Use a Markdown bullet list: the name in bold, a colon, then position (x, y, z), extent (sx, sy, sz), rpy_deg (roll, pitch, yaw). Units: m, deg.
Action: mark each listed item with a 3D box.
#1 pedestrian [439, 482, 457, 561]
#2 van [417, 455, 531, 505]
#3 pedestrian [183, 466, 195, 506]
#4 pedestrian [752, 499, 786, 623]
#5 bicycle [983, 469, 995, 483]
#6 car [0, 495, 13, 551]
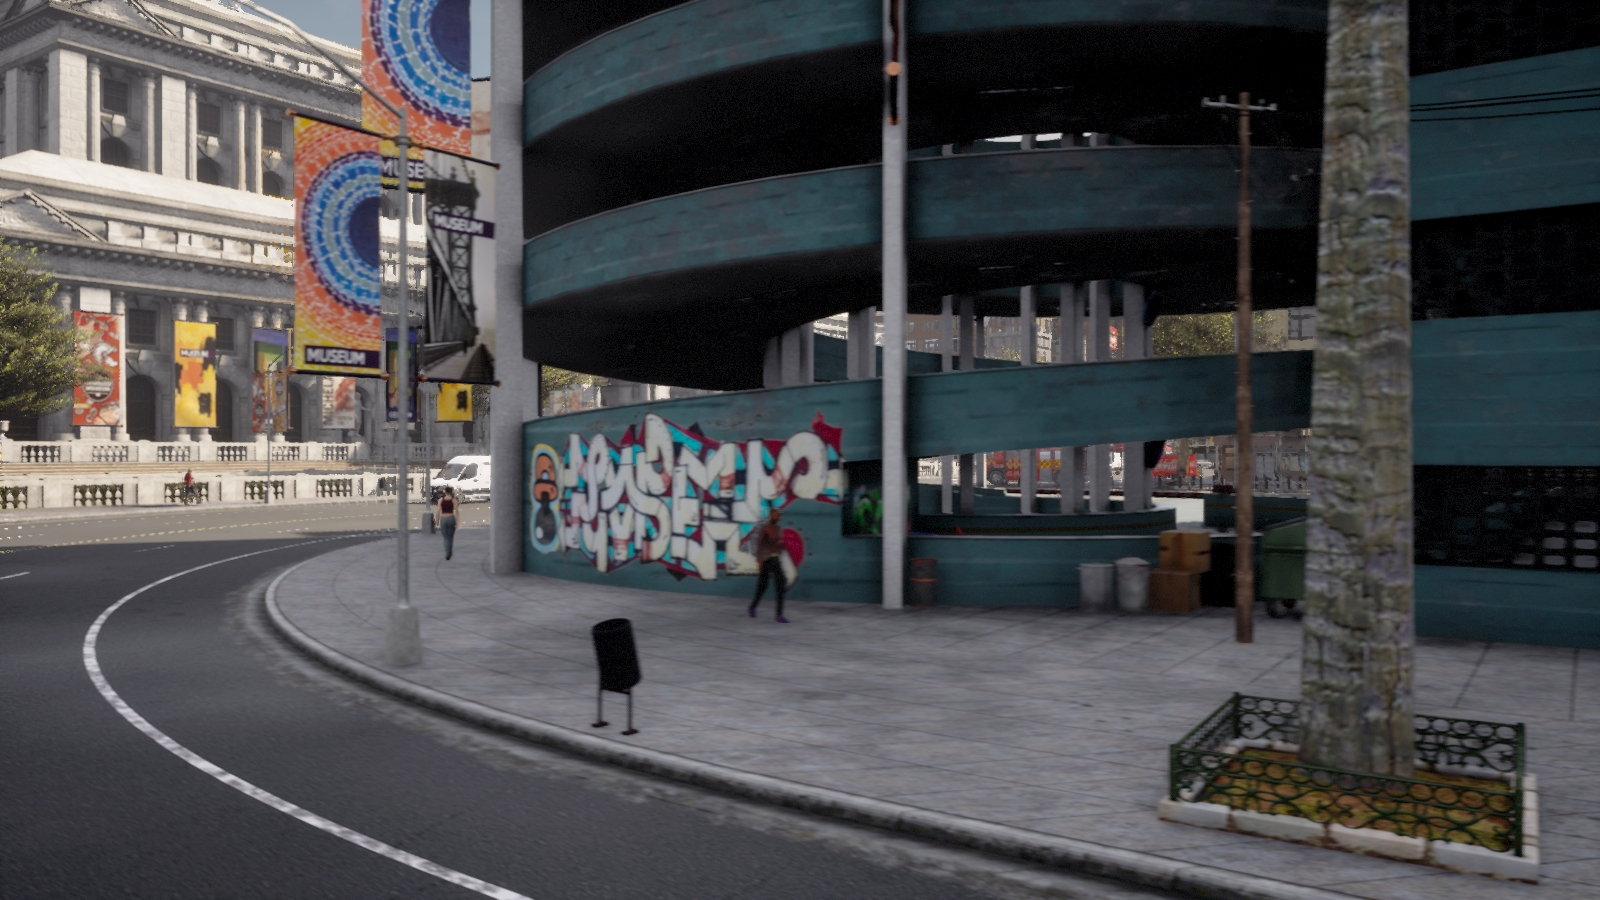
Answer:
- **pedestrian**: position (-8.399, 1.700, 27.274), extent (0.375, 1.860, 0.375), rpy_deg (0, 0, -13)
- **van**: position (-17.358, 1.542, 61.155), extent (1.988, 2.561, 5.915), rpy_deg (0, 0, 35)
- **pedestrian**: position (-28.638, 1.704, 53.552), extent (0.375, 1.860, 0.375), rpy_deg (0, 0, 24)
- **pedestrian**: position (-0.474, 1.698, 17.608), extent (0.375, 1.860, 0.375), rpy_deg (0, 0, -41)
- **bicycle**: position (16.090, 2.215, 97.252), extent (0.373, 1.196, 1.643), rpy_deg (0, 0, 35)
- **car**: position (-23.016, 2.040, 29.589), extent (2.097, 1.535, 5.006), rpy_deg (0, 0, -4)
